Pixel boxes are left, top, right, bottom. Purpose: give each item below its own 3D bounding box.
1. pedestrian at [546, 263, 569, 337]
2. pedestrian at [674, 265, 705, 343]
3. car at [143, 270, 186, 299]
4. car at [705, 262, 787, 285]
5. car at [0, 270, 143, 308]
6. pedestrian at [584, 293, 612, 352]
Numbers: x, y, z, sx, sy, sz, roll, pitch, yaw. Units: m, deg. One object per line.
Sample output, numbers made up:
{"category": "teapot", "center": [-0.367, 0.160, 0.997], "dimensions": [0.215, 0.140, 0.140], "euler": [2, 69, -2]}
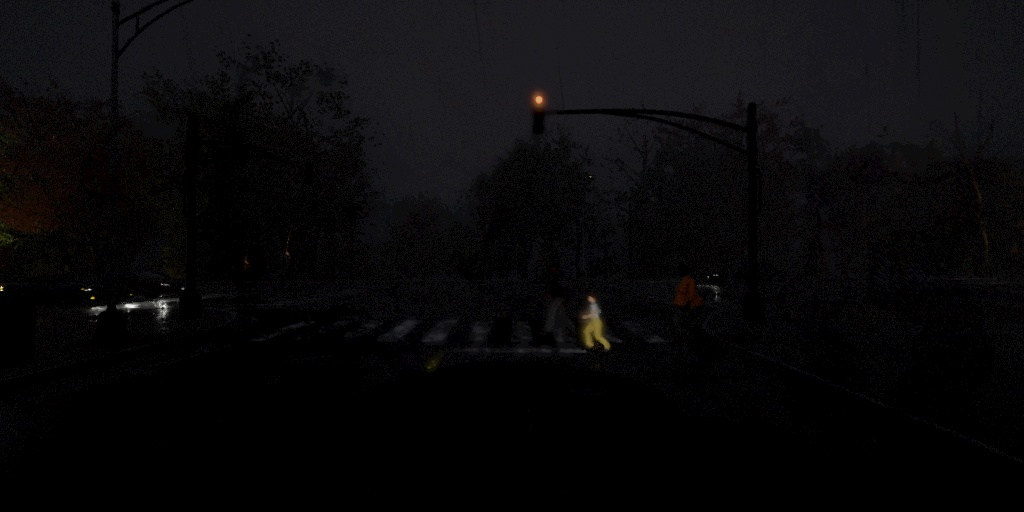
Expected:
{"category": "pedestrian", "center": [1.107, 1.029, 8.700], "dimensions": [0.375, 1.860, 0.375], "euler": [1, -1, 1]}
{"category": "pedestrian", "center": [3.986, 1.044, 8.068], "dimensions": [0.375, 1.860, 0.375], "euler": [1, -1, 1]}
{"category": "car", "center": [-19.442, 1.440, 18.734], "dimensions": [4.674, 1.442, 1.812], "euler": [-1, -1, 2]}
{"category": "car", "center": [15.727, 1.149, 24.249], "dimensions": [4.892, 1.490, 1.837], "euler": [-1, -1, 2]}
{"category": "car", "center": [-19.126, 1.431, 15.472], "dimensions": [4.181, 1.385, 1.994], "euler": [-1, -1, 2]}
{"category": "pedestrian", "center": [1.795, 1.324, 7.488], "dimensions": [0.375, 1.300, 0.375], "euler": [1, -1, 1]}
